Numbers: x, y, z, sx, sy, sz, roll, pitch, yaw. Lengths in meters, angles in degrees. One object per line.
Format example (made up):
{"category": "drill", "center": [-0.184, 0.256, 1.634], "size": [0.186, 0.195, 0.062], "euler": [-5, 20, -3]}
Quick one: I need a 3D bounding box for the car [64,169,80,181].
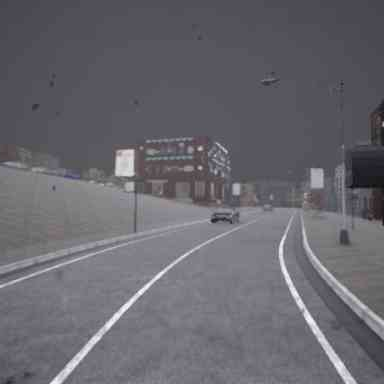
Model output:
{"category": "car", "center": [-18.837, -2.217, 49.702], "size": [2.435, 2.045, 5.566], "euler": [0, -3, 7]}

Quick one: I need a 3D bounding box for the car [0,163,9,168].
{"category": "car", "center": [-21.171, -2.827, 33.209], "size": [2.002, 1.452, 4.674], "euler": [0, -3, 10]}

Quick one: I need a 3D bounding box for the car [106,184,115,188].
{"category": "car", "center": [-17.571, -0.836, 66.187], "size": [2.002, 1.452, 4.674], "euler": [0, -4, 3]}

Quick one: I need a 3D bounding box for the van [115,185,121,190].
{"category": "van", "center": [-17.327, -0.685, 71.857], "size": [1.878, 1.987, 4.442], "euler": [0, -4, 2]}

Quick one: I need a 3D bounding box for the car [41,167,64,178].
{"category": "car", "center": [-19.515, -2.415, 44.135], "size": [2.185, 1.767, 4.553], "euler": [0, -3, 8]}

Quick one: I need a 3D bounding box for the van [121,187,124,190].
{"category": "van", "center": [-17.231, -0.256, 77.378], "size": [1.878, 1.987, 4.442], "euler": [0, -4, 1]}

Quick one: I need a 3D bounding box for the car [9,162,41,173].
{"category": "car", "center": [-20.298, -2.592, 38.555], "size": [2.231, 1.521, 4.892], "euler": [0, -3, 9]}

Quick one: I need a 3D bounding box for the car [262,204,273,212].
{"category": "car", "center": [15.576, 3.325, 68.223], "size": [1.837, 1.490, 4.892], "euler": [0, -2, 18]}

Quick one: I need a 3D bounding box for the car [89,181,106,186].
{"category": "car", "center": [-17.890, -1.222, 60.667], "size": [2.002, 1.452, 4.674], "euler": [0, -4, 4]}

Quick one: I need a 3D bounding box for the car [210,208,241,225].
{"category": "car", "center": [3.102, 2.103, 29.734], "size": [2.033, 1.411, 5.357], "euler": [0, -2, 18]}
